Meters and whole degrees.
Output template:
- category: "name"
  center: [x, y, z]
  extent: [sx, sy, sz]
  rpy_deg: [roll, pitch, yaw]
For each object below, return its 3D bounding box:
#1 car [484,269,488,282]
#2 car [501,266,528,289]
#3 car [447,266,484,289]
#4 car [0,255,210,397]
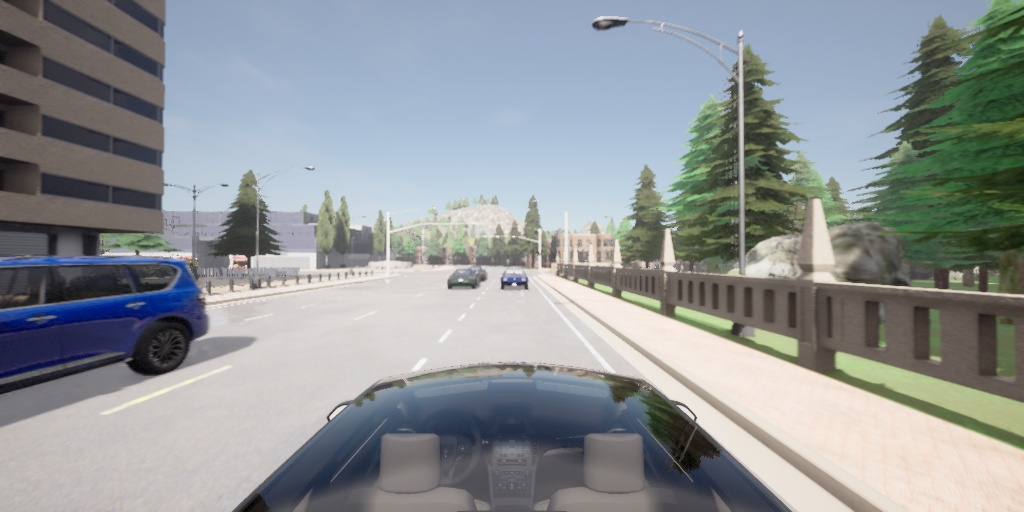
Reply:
- category: "car"
  center: [-3.407, 1.663, 34.022]
  extent: [1.994, 1.385, 4.181]
  rpy_deg: [0, -1, 0]
- category: "car"
  center: [0.169, 1.613, 25.936]
  extent: [1.895, 1.301, 4.718]
  rpy_deg: [0, -1, 0]
- category: "car"
  center: [-3.371, 1.573, 25.615]
  extent: [1.994, 1.385, 4.181]
  rpy_deg: [0, -1, 0]
- category: "car"
  center: [-7.077, 1.003, 4.735]
  extent: [2.150, 2.045, 5.566]
  rpy_deg: [0, 0, 1]
